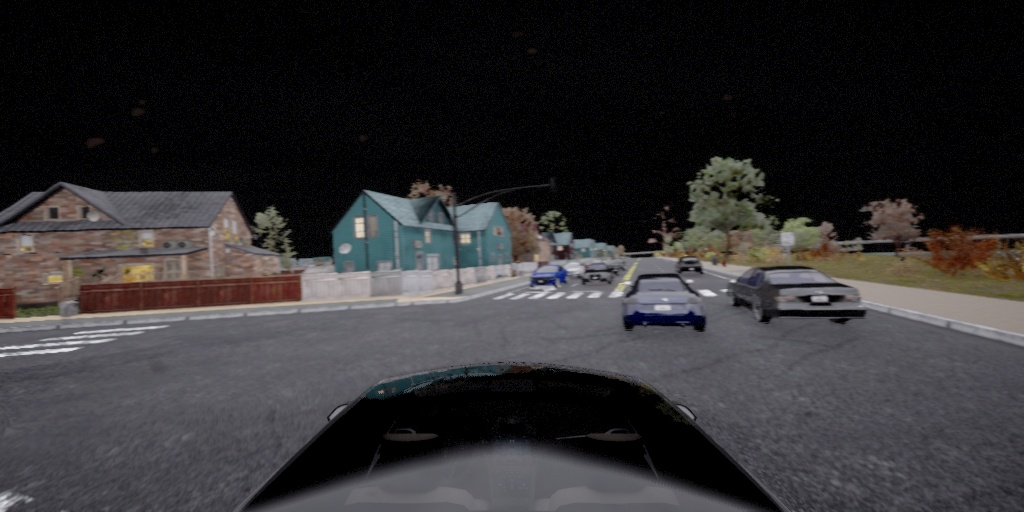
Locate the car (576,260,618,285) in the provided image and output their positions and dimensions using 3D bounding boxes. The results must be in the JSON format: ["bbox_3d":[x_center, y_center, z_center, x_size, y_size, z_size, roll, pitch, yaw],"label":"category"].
[{"bbox_3d":[6.231,1.270,25.849,1.994,1.385,4.181,-3,-1,20],"label":"car"}]

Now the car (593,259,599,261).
[{"bbox_3d":[9.106,1.371,43.082,1.895,1.301,4.718,-3,-1,20],"label":"car"}]

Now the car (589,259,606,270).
[{"bbox_3d":[12.629,1.233,52.736,1.812,1.442,4.674,-3,-1,20],"label":"car"}]

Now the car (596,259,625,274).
[{"bbox_3d":[9.594,1.242,35.074,1.895,1.301,4.718,-3,-1,20],"label":"car"}]

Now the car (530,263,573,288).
[{"bbox_3d":[2.737,1.372,25.776,1.882,1.535,5.008,-3,-1,20],"label":"car"}]

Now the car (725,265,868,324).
[{"bbox_3d":[7.684,0.982,10.323,2.033,1.411,5.357,-3,-1,20],"label":"car"}]

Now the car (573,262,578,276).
[{"bbox_3d":[5.887,1.359,34.404,1.812,1.442,4.674,-3,-1,20],"label":"car"}]

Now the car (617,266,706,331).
[{"bbox_3d":[4.267,1.185,10.412,1.994,1.385,4.181,-3,-1,20],"label":"car"}]

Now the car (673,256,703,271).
[{"bbox_3d":[15.187,0.790,30.983,1.837,1.490,4.892,-3,-1,20],"label":"car"}]
